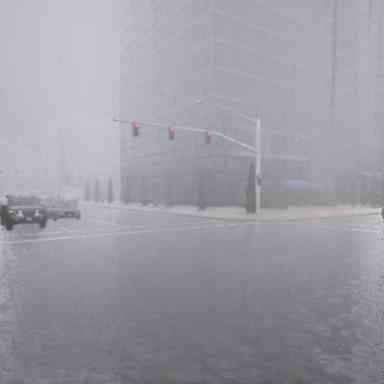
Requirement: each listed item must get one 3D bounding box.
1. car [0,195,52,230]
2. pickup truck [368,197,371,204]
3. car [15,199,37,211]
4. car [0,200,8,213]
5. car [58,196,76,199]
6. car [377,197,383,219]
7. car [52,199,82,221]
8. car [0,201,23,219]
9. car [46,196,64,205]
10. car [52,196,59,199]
[{"bbox_3d":[-10.938,1.217,21.498,2.150,2.045,5.566,0,0,-34],"label":"car"},{"bbox_3d":[29.110,0.826,49.283,6.274,2.098,2.390,0,0,-5],"label":"pickup truck"},{"bbox_3d":[-21.283,1.590,42.533,1.895,1.301,4.718,0,0,-35],"label":"car"},{"bbox_3d":[-22.422,1.605,38.035,1.895,1.301,4.718,0,0,-35],"label":"car"},{"bbox_3d":[-19.049,1.484,51.909,1.812,1.442,4.674,0,0,-35],"label":"car"},{"bbox_3d":[15.984,1.101,24.074,5.566,2.045,2.150,0,0,-35],"label":"car"},{"bbox_3d":[-10.390,1.545,26.863,1.994,1.385,4.181,0,0,-35],"label":"car"},{"bbox_3d":[-16.782,1.548,29.920,2.033,1.411,5.357,0,0,-35],"label":"car"},{"bbox_3d":[-24.904,1.455,60.322,2.128,1.511,4.902,0,0,-35],"label":"car"},{"bbox_3d":[-15.527,1.463,34.246,1.882,1.535,5.008,0,0,-35],"label":"car"}]
